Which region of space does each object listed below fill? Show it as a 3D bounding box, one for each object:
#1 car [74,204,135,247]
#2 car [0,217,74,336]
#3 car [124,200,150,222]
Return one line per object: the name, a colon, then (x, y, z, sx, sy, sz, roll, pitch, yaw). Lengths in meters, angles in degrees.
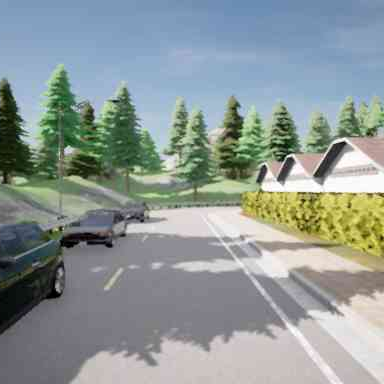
car: (-4.058, 1.486, 14.803, 2.033, 1.411, 5.357, 0, 0, -2)
car: (-3.733, 1.342, 5.315, 2.097, 1.767, 4.553, 0, 0, -2)
car: (-4.279, 1.388, 24.789, 1.837, 1.490, 4.892, 0, 1, 0)
